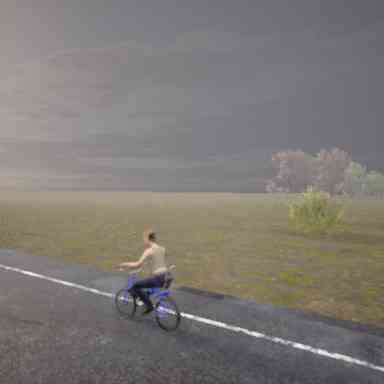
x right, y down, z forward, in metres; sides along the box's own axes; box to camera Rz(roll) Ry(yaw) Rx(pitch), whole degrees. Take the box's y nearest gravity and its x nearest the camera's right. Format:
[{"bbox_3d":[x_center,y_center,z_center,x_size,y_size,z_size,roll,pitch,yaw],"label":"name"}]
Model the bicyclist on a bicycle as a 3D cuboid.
[{"bbox_3d":[-0.790,1.450,5.654,1.509,1.612,0.866,0,0,35],"label":"bicyclist on a bicycle"}]
